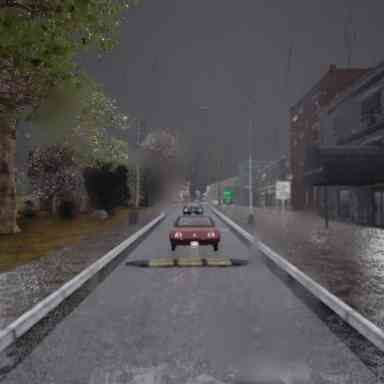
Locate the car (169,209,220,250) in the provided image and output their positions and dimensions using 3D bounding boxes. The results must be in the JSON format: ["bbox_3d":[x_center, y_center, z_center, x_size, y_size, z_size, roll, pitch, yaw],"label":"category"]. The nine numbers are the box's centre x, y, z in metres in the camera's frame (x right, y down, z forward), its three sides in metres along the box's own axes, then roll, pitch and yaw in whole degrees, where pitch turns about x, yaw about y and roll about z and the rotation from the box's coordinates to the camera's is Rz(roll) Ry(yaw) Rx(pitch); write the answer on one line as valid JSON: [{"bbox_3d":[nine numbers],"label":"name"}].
[{"bbox_3d":[0.101,1.613,14.387,1.895,1.301,4.718,0,0,0],"label":"car"}]

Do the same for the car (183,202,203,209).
[{"bbox_3d":[0.093,1.640,31.527,1.895,1.301,4.718,0,0,0],"label":"car"}]
